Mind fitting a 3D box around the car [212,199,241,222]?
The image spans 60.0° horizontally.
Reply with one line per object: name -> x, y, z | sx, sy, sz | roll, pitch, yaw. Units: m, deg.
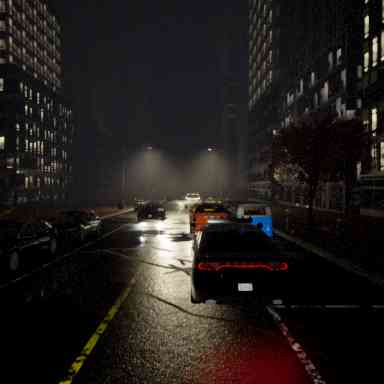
car -> 2.734, 1.437, 27.280 | 1.967, 1.590, 4.097 | -1, 0, 0

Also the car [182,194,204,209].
car -> 0.123, 1.224, 45.588 | 2.150, 2.045, 5.566 | 0, 0, 0

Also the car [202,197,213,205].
car -> 2.810, 1.577, 61.029 | 1.947, 1.339, 4.313 | -1, 0, 0

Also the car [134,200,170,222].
car -> -3.040, 1.561, 26.111 | 1.994, 1.385, 4.181 | 0, 0, 0

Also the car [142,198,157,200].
car -> -5.619, 1.551, 38.548 | 2.008, 1.369, 4.403 | -1, 0, 0

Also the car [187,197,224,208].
car -> 0.928, 1.348, 18.132 | 2.097, 1.767, 4.553 | 0, 0, 0

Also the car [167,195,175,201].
car -> -5.510, 1.618, 89.172 | 1.802, 1.307, 4.206 | -1, 0, 0

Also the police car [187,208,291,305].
police car -> 0.917, 1.423, 8.269 | 1.930, 1.638, 5.238 | 0, 0, 0

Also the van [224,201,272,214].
van -> 2.708, 1.337, 16.031 | 1.690, 1.788, 3.998 | -1, 0, 0

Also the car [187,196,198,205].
car -> 0.126, 1.487, 58.198 | 1.882, 1.535, 5.008 | 0, 0, 0

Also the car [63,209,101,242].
car -> -5.668, 1.547, 16.048 | 2.008, 1.369, 4.403 | -1, 0, 0

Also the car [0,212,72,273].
car -> -5.680, 1.548, 10.424 | 2.008, 1.369, 4.403 | -1, 0, 0

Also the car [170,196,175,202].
car -> -5.534, 1.570, 77.923 | 1.887, 1.381, 4.507 | -1, 0, 0

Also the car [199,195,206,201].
car -> 2.870, 1.562, 89.324 | 1.752, 1.417, 4.829 | -1, 0, 0

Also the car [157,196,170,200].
car -> -5.573, 1.451, 61.048 | 1.967, 1.590, 4.097 | -1, 0, 0
